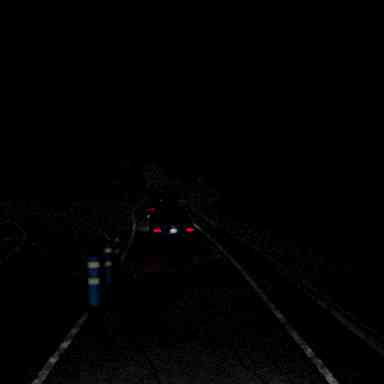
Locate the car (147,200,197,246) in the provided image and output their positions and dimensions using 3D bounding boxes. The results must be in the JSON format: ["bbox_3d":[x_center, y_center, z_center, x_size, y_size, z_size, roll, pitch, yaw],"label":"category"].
[{"bbox_3d":[-0.952,1.356,14.369,2.033,1.411,5.357,0,2,-7],"label":"car"}]

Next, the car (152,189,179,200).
[{"bbox_3d":[-2.474,0.402,31.402,1.882,1.535,5.008,0,4,6],"label":"car"}]

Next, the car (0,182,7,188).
[{"bbox_3d":[-36.482,-1.314,60.357,2.033,1.411,5.357,2,3,26],"label":"car"}]
